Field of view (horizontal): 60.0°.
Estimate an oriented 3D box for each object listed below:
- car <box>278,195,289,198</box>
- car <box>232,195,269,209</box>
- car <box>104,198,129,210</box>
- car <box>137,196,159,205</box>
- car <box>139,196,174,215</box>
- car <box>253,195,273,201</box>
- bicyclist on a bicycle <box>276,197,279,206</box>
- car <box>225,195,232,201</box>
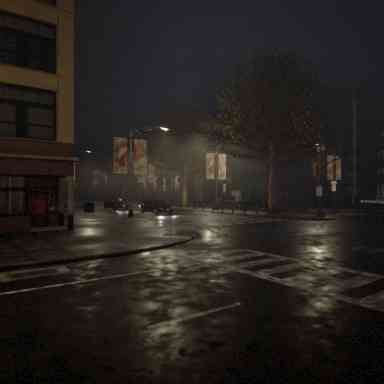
[{"bbox_3d":[18.470,1.320,69.180,2.002,1.452,4.674,0,0,-36],"label":"car"},{"bbox_3d":[8.041,1.477,43.620,1.882,1.535,5.008,0,0,-35],"label":"car"},{"bbox_3d":[-9.662,1.492,42.307,2.128,1.511,4.902,0,0,-36],"label":"car"},{"bbox_3d":[-8.022,1.505,59.875,1.837,1.490,4.892,0,0,-36],"label":"car"},{"bbox_3d":[-3.689,1.505,33.934,1.837,1.490,4.892,0,0,-36],"label":"car"},{"bbox_3d":[17.668,1.463,83.113,1.895,1.301,4.718,0,0,-36],"label":"car"},{"bbox_3d":[12.657,1.300,50.568,1.656,1.620,0.582,0,0,-36],"label":"bicyclist on a bicycle"},{"bbox_3d":[8.006,1.413,76.680,2.161,1.482,4.786,0,0,-36],"label":"car"}]
